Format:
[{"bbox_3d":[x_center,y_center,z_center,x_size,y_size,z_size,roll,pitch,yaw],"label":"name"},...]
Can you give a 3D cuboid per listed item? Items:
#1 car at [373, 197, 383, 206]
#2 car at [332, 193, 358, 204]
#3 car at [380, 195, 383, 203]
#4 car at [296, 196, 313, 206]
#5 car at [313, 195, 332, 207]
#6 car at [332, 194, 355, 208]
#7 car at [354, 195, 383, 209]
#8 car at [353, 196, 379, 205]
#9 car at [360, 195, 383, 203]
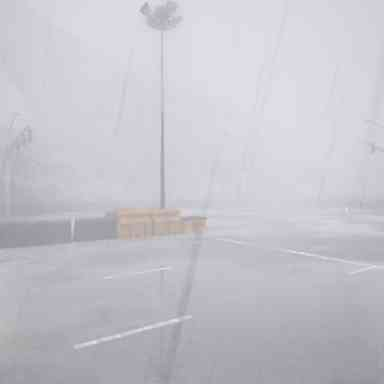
[{"bbox_3d":[30.042,1.386,51.276,4.718,1.301,1.895,0,0,-35],"label":"car"},{"bbox_3d":[26.267,1.136,57.164,4.553,1.767,2.097,0,0,-35],"label":"car"},{"bbox_3d":[35.805,1.248,59.607,4.892,1.490,1.837,0,0,-35],"label":"car"},{"bbox_3d":[18.126,1.319,51.378,4.902,1.511,2.128,0,0,-36],"label":"car"},{"bbox_3d":[20.395,1.178,48.698,4.553,1.767,2.097,0,0,-35],"label":"car"},{"bbox_3d":[21.943,1.376,45.512,5.357,1.411,2.033,0,0,-36],"label":"car"},{"bbox_3d":[22.902,1.361,41.890,4.674,1.442,1.812,0,0,-35],"label":"car"},{"bbox_3d":[28.527,1.346,54.467,4.181,1.385,1.994,0,0,-34],"label":"car"},{"bbox_3d":[33.924,1.282,62.563,5.357,1.411,2.033,0,0,-36],"label":"car"}]
